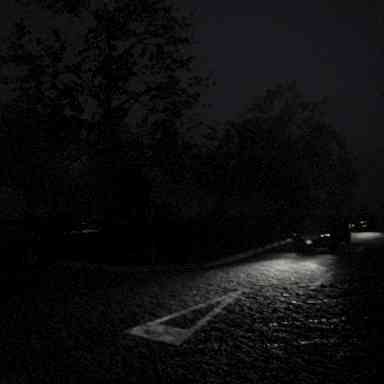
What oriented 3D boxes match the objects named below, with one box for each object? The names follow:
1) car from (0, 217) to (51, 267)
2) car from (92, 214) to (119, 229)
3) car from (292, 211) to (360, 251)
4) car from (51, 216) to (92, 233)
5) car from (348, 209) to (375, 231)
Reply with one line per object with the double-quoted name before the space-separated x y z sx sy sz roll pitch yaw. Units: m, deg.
"car" -7.589 1.815 11.256 2.185 1.767 4.553 -2 -2 35
"car" -9.548 2.980 33.703 1.812 1.442 4.674 -5 -3 35
"car" 6.421 1.912 16.287 2.128 1.511 4.902 -5 -3 36
"car" -10.722 2.696 26.462 1.812 1.442 4.674 -5 -3 34
"car" 12.334 2.033 24.704 1.837 1.490 4.892 -5 -3 35
